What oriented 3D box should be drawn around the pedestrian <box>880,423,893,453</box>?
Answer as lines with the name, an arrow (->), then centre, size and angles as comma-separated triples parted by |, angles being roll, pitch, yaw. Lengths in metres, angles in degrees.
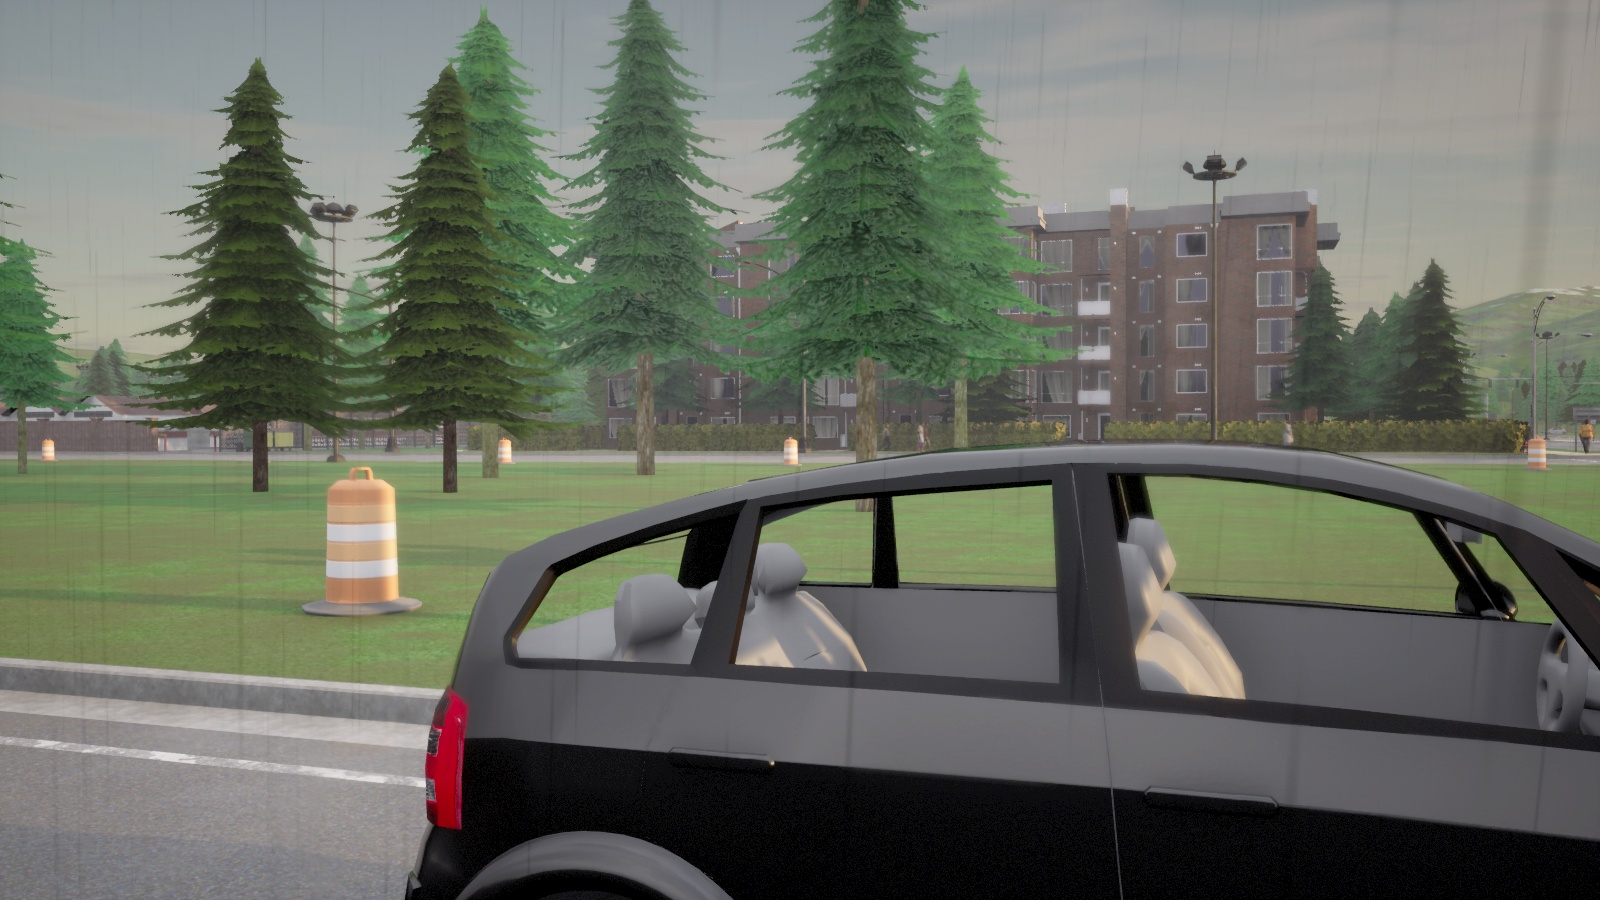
pedestrian -> 5.360, -0.772, 77.887 | 0.694, 1.848, 0.540 | 1, 1, 19

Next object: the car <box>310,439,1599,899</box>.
car -> 1.036, 0.764, 2.844 | 3.705, 1.549, 1.789 | 0, 1, 19

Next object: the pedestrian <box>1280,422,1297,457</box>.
pedestrian -> 27.419, -0.571, 70.511 | 0.873, 1.952, 0.659 | 1, 1, 20

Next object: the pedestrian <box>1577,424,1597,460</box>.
pedestrian -> 40.275, -0.412, 64.263 | 0.874, 1.855, 0.900 | 1, 1, 32

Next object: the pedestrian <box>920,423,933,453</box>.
pedestrian -> 7.748, -0.749, 77.026 | 0.703, 1.840, 0.431 | 1, 1, 19
